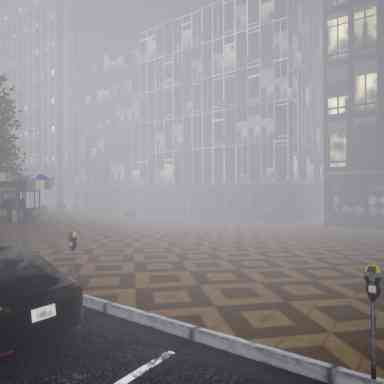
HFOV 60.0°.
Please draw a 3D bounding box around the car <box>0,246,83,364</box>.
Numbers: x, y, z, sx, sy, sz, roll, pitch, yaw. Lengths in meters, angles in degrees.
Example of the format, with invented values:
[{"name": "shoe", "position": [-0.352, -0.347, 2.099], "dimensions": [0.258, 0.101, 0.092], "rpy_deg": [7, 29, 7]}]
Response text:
[{"name": "car", "position": [-3.568, 1.566, 5.417], "dimensions": [4.313, 1.339, 1.947], "rpy_deg": [0, 0, 35]}]
